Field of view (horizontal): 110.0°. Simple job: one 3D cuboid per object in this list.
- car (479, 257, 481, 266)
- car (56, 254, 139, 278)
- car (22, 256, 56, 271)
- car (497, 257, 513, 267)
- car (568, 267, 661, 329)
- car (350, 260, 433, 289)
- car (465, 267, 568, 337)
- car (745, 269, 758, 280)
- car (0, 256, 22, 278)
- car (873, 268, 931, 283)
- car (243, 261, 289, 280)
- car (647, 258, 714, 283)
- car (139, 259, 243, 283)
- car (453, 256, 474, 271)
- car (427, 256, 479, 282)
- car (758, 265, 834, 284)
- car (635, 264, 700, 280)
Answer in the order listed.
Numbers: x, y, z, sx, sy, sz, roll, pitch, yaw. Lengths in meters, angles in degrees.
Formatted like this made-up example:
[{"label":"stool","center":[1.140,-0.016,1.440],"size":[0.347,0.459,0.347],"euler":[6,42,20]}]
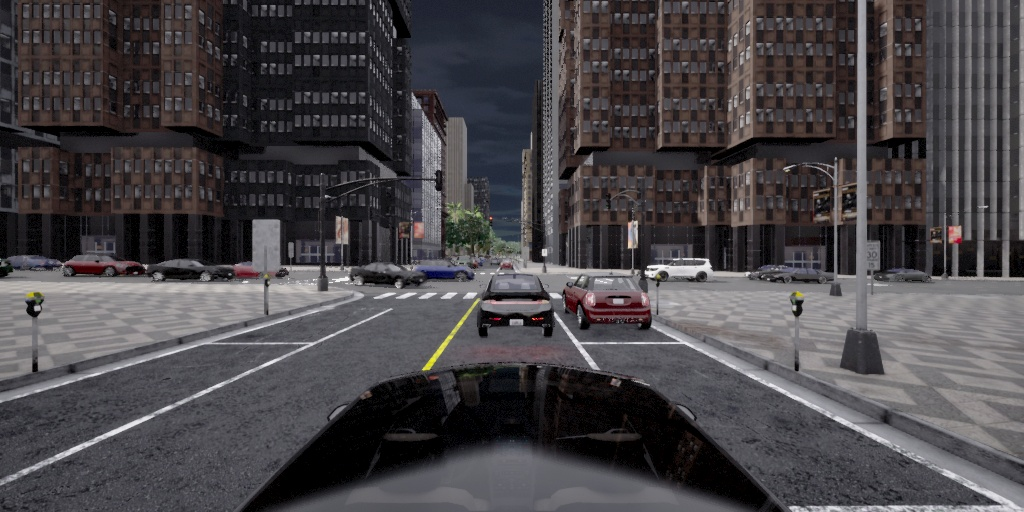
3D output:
[{"label":"car","center":[-6.668,1.251,59.362],"size":[1.882,1.535,5.008],"euler":[0,0,0]},{"label":"car","center":[-31.094,0.693,27.451],"size":[4.553,1.767,2.097],"euler":[1,0,-1]},{"label":"car","center":[-46.332,0.656,34.019],"size":[5.357,1.411,2.033],"euler":[1,0,-1]},{"label":"car","center":[-0.759,1.198,52.552],"size":[1.967,1.591,4.097],"euler":[0,0,-1]},{"label":"car","center":[2.734,1.190,11.171],"size":[1.967,1.591,4.097],"euler":[0,0,0]},{"label":"car","center":[-7.811,1.162,22.600],"size":[5.008,1.535,1.882],"euler":[1,0,21]},{"label":"car","center":[0.076,1.241,10.285],"size":[2.128,1.511,4.902],"euler":[0,0,-1]},{"label":"car","center":[25.167,1.626,34.648],"size":[4.902,1.511,2.128],"euler":[1,0,-1]},{"label":"car","center":[-37.477,0.474,24.153],"size":[5.566,2.045,2.150],"euler":[1,0,0]},{"label":"car","center":[37.688,1.882,34.743],"size":[4.181,1.385,1.994],"euler":[1,0,0]},{"label":"car","center":[-19.596,1.066,27.564],"size":[4.181,1.385,1.994],"euler":[1,0,-1]},{"label":"car","center":[14.508,1.205,31.285],"size":[5.566,2.045,2.150],"euler":[1,0,1]},{"label":"car","center":[-21.622,0.955,24.284],"size":[5.008,1.535,1.882],"euler":[1,0,-1]},{"label":"car","center":[-6.588,0.973,49.372],"size":[2.150,2.045,5.566],"euler":[0,0,0]},{"label":"car","center":[-5.164,1.058,27.681],"size":[4.553,1.767,2.097],"euler":[1,0,-1]},{"label":"car","center":[25.120,1.685,31.397],"size":[5.357,1.411,2.033],"euler":[1,0,0]},{"label":"car","center":[14.906,1.533,34.550],"size":[5.357,1.411,2.033],"euler":[1,0,1]}]
